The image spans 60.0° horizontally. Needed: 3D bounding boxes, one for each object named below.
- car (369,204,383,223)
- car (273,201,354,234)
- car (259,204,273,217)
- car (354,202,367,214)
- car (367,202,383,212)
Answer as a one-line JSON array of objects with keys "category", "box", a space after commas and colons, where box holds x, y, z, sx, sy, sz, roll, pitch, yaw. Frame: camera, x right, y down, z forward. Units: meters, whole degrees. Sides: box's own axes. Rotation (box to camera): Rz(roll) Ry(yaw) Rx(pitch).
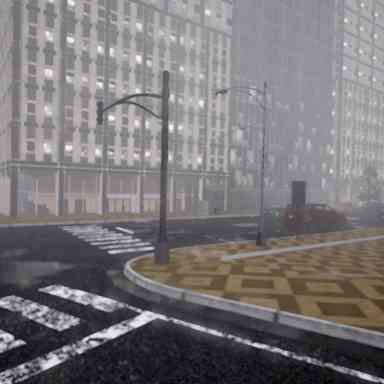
[{"category": "car", "box": [17.486, 1.963, 28.444, 4.507, 1.381, 1.887, 1, 1, -34]}, {"category": "car", "box": [8.128, 1.631, 22.047, 5.009, 1.841, 2.192, 1, 1, -34]}, {"category": "car", "box": [8.364, 1.692, 31.755, 4.403, 1.369, 2.008, 1, 1, -34]}, {"category": "car", "box": [17.588, 1.767, 38.051, 4.829, 1.417, 1.752, 1, 1, -34]}, {"category": "car", "box": [22.409, 1.860, 41.344, 4.313, 1.339, 1.947, 1, 1, -34]}]
